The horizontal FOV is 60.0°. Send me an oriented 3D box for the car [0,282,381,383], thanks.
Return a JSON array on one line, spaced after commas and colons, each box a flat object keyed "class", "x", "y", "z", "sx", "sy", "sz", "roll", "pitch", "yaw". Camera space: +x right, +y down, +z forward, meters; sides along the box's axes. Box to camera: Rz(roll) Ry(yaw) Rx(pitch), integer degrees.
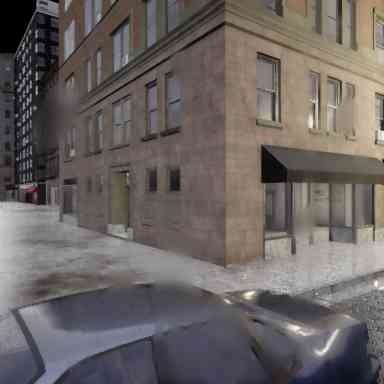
[{"class": "car", "x": -0.678, "y": 1.547, "z": 2.467, "sx": 5.357, "sy": 1.411, "sz": 2.033, "roll": 0, "pitch": 0, "yaw": -36}]
